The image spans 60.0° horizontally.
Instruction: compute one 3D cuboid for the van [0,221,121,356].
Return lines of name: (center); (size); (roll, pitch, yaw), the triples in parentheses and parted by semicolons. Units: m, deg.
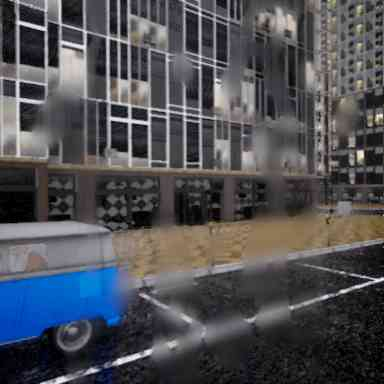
van: (-2.972, 1.342, 4.452); (3.998, 1.788, 1.690); (0, -1, -35)
